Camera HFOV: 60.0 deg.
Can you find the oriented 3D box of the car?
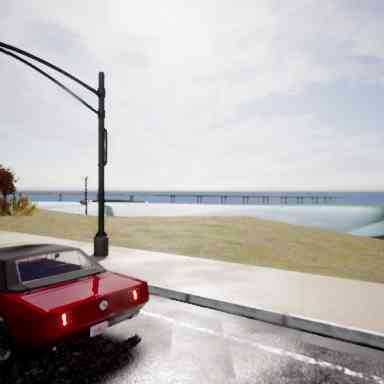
[{"bbox_3d":[-3.083,1.599,5.888,4.718,1.301,1.895,0,0,36],"label":"car"}]
